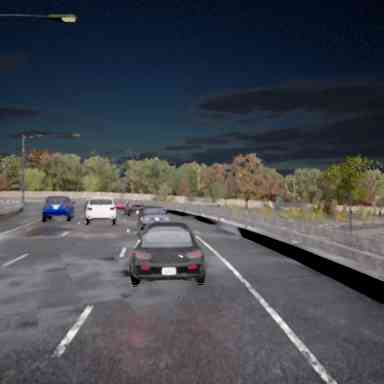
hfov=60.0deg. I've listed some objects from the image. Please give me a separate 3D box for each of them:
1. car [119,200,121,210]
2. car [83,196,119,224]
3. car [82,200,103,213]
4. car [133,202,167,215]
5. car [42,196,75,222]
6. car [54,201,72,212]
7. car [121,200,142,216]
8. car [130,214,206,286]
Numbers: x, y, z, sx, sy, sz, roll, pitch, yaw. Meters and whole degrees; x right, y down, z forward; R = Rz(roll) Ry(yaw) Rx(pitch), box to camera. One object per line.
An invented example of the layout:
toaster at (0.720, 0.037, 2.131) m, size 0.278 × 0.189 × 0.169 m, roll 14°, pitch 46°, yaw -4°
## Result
car at (-10.231, 1.801, 45.444) m, size 1.994 × 1.385 × 4.181 m, roll 0°, pitch 0°, yaw -25°
car at (-7.156, 1.363, 26.317) m, size 2.150 × 2.045 × 5.566 m, roll 0°, pitch 0°, yaw -14°
car at (-12.810, 1.774, 42.665) m, size 2.033 × 1.411 × 5.357 m, roll 0°, pitch 0°, yaw -23°
car at (-2.594, 1.659, 21.992) m, size 2.033 × 1.411 × 5.357 m, roll 0°, pitch 0°, yaw -12°
car at (-11.255, 1.367, 28.235) m, size 2.150 × 2.045 × 5.566 m, roll 0°, pitch -1°, yaw -16°
car at (-16.696, 1.833, 42.804) m, size 1.895 × 1.301 × 4.718 m, roll 0°, pitch 0°, yaw -24°
car at (-5.957, 1.682, 34.590) m, size 1.837 × 1.490 × 4.892 m, roll 0°, pitch 0°, yaw -18°
car at (-0.707, 1.574, 9.540) m, size 1.812 × 1.442 × 4.674 m, roll 0°, pitch 0°, yaw -5°
